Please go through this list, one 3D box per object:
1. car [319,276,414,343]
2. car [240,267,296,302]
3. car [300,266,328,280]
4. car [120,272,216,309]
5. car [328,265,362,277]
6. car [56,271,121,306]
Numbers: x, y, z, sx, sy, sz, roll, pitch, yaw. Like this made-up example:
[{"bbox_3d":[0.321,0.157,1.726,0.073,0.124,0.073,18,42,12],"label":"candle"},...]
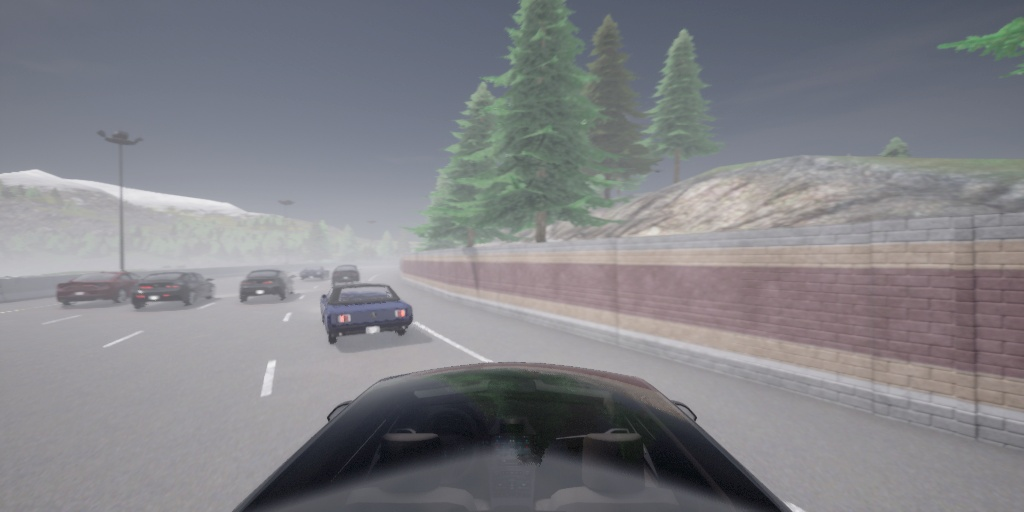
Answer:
[{"bbox_3d":[-4.289,1.415,10.120,1.895,1.301,4.718,-1,0,-30],"label":"car"},{"bbox_3d":[-12.667,1.439,18.743,1.837,1.490,4.892,-1,0,-25],"label":"car"},{"bbox_3d":[-18.885,1.631,34.622,1.895,1.301,4.718,-1,0,-18],"label":"car"},{"bbox_3d":[-15.605,1.478,16.768,1.837,1.490,4.892,-1,0,-26],"label":"car"},{"bbox_3d":[-12.788,1.420,27.875,1.882,1.535,5.008,-1,0,-22],"label":"car"},{"bbox_3d":[-20.019,1.514,18.002,1.882,1.535,5.008,-1,0,-24],"label":"car"}]
